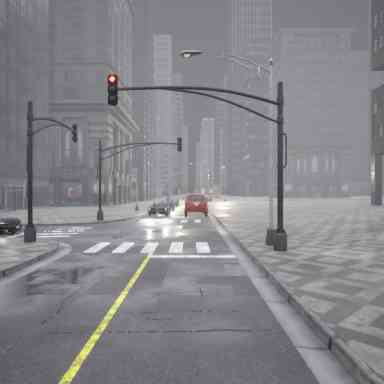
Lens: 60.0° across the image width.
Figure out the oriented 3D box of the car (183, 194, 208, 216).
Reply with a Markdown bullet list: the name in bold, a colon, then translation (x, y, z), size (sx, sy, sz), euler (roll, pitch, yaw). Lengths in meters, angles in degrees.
- **car**: translation (0.297, 1.221, 32.540), size (2.150, 2.045, 5.566), euler (0, 0, -2)

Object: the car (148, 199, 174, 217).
- **car**: translation (-3.084, 1.601, 31.957), size (1.895, 1.301, 4.718), euler (0, 0, 0)

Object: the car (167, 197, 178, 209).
- **car**: translation (-3.080, 1.603, 41.301), size (1.895, 1.301, 4.718), euler (0, 0, 0)

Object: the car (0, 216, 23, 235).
- **car**: translation (-11.720, 1.631, 17.793), size (5.008, 1.535, 1.882), euler (-1, 0, 4)
